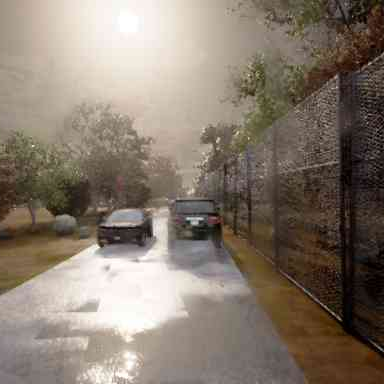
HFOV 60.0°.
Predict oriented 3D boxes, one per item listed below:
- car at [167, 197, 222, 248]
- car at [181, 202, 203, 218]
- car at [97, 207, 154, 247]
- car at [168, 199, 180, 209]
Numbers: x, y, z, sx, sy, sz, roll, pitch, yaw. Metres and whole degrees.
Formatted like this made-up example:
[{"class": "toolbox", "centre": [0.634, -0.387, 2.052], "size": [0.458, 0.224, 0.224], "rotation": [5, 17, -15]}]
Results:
[{"class": "car", "centre": [0.102, 1.231, 14.995], "size": [2.150, 2.045, 5.566], "rotation": [0, 0, 0]}, {"class": "car", "centre": [0.019, 1.678, 31.978], "size": [1.994, 1.385, 4.181], "rotation": [0, -1, 0]}, {"class": "car", "centre": [-2.870, 1.492, 15.193], "size": [1.882, 1.535, 5.008], "rotation": [0, 0, 0]}, {"class": "car", "centre": [-3.052, 2.017, 56.461], "size": [1.837, 1.490, 4.892], "rotation": [0, -1, 0]}]
